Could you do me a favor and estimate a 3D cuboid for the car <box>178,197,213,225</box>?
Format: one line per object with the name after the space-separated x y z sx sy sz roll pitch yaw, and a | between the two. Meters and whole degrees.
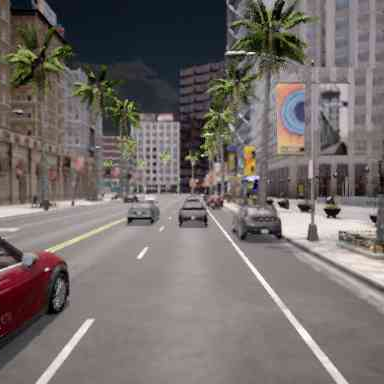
0.080 1.357 22.629 2.128 1.511 4.902 0 0 0 | car

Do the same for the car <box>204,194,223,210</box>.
3.058 1.082 45.828 2.185 1.767 4.553 0 0 0 | car

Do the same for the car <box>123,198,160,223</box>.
-3.421 1.407 24.043 2.033 1.411 5.357 0 0 0 | car

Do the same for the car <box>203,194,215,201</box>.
3.346 1.111 67.758 2.161 1.482 4.786 0 0 0 | car

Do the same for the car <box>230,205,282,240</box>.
3.073 1.382 16.454 2.231 1.521 4.892 0 0 0 | car

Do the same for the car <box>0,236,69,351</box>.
-3.429 1.326 4.618 2.097 1.767 4.553 0 0 0 | car

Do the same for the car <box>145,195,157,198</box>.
-7.010 1.193 57.000 1.812 1.442 4.674 0 0 1 | car

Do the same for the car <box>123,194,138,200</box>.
-10.505 1.144 57.337 1.882 1.535 5.008 0 1 1 | car
